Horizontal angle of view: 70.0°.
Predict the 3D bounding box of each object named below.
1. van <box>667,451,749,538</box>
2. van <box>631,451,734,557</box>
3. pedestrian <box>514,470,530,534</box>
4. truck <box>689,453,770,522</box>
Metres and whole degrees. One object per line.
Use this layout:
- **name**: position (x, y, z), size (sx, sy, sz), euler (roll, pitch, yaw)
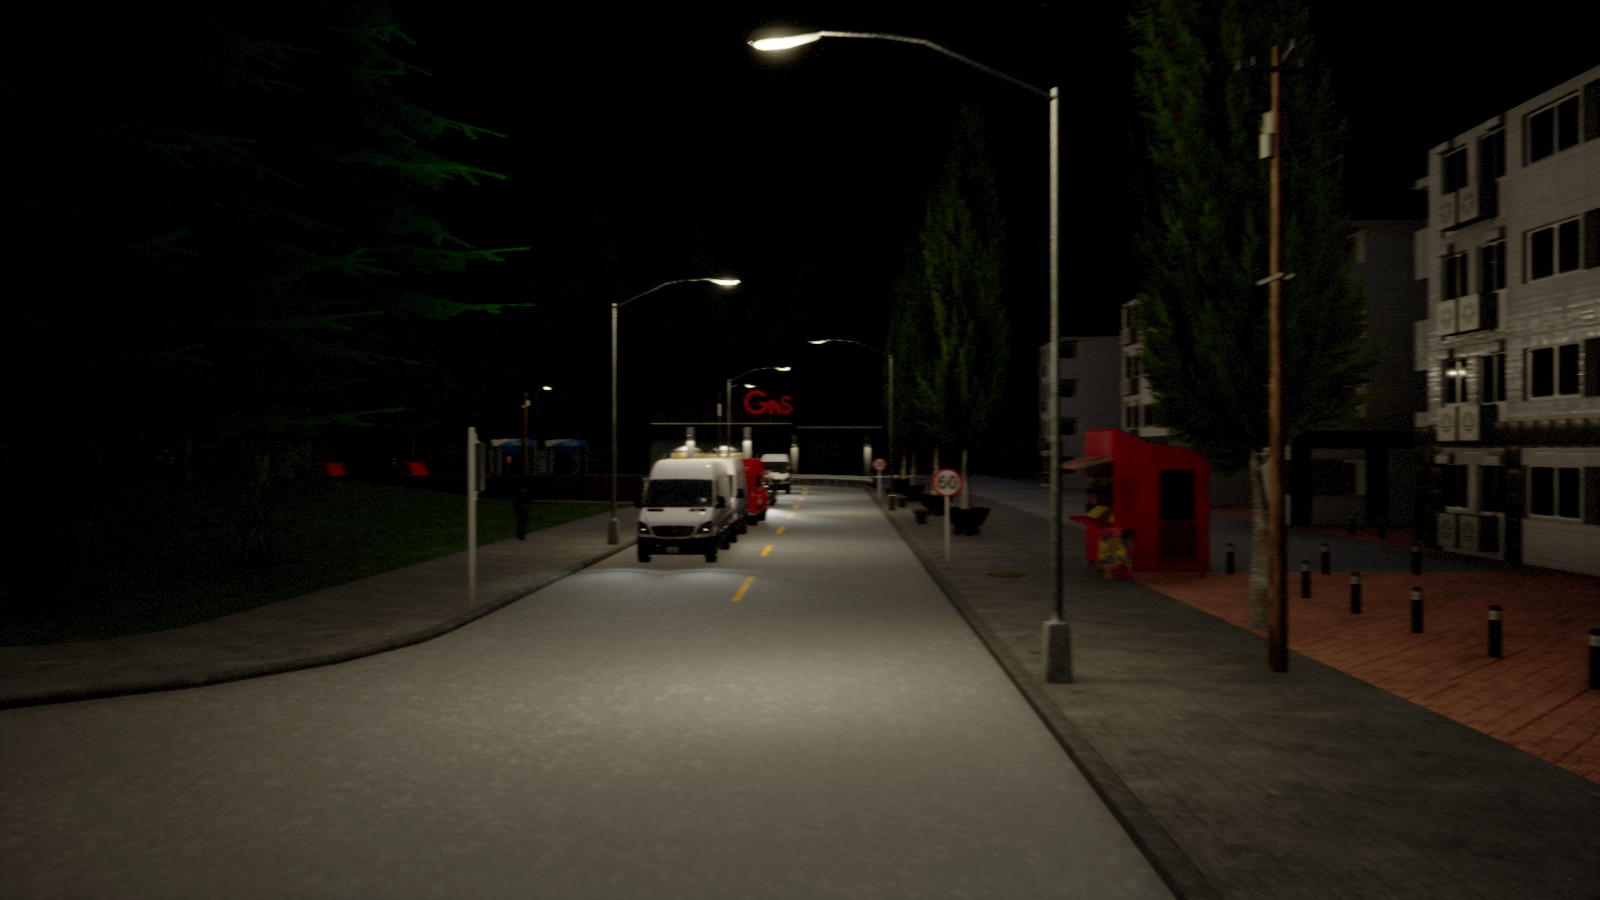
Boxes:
- **van**: position (-2.829, 1.315, 36.504), size (1.988, 2.561, 5.915), euler (0, 0, 2)
- **van**: position (-3.011, 1.316, 30.569), size (1.988, 2.561, 5.915), euler (0, 0, 2)
- **pedestrian**: position (-8.200, 1.533, 33.709), size (0.375, 1.860, 0.375), euler (0, 0, 2)
- **truck**: position (-2.599, 1.348, 43.804), size (2.627, 2.467, 5.204), euler (0, 0, 2)
